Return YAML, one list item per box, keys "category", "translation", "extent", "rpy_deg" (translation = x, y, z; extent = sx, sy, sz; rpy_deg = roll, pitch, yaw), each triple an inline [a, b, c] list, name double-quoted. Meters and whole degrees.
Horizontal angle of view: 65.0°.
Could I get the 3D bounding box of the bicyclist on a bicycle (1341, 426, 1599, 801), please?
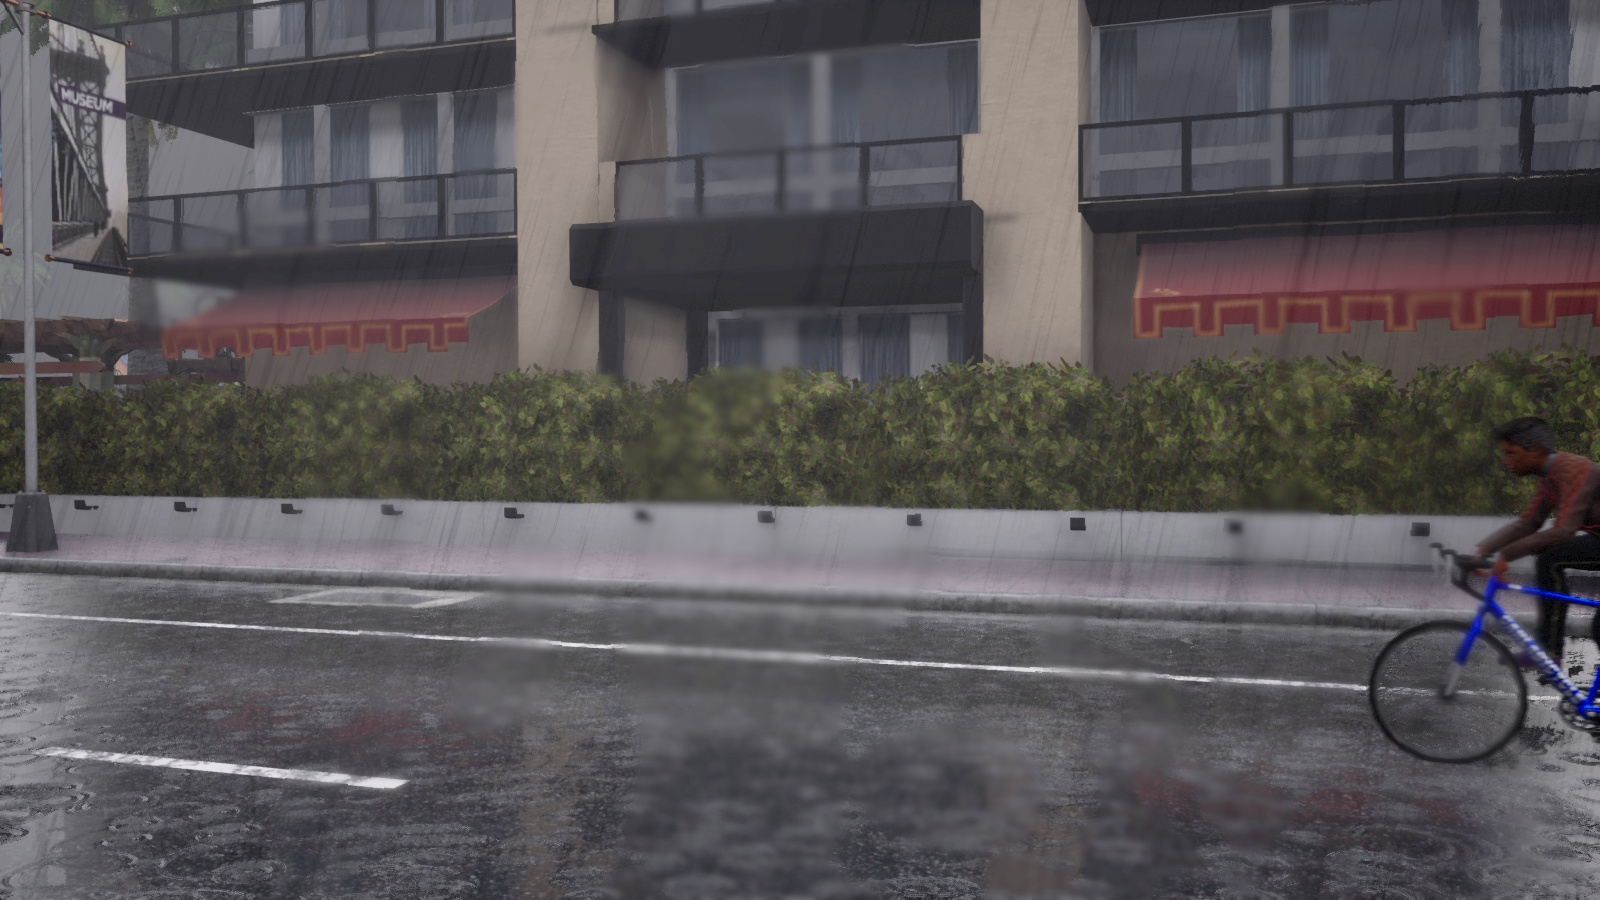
- category: "bicyclist on a bicycle"
  translation: [3.400, 0.700, 5.730]
  extent: [1.656, 1.620, 0.582]
  rpy_deg: [0, 1, 18]
